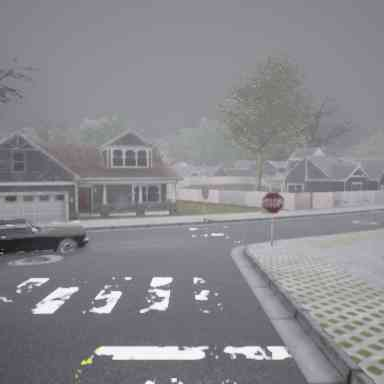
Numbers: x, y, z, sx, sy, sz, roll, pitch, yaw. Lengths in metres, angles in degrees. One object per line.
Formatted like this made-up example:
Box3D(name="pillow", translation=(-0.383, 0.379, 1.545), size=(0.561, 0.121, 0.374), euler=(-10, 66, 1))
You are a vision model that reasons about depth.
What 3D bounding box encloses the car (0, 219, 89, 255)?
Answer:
Box3D(name="car", translation=(-6.388, 1.696, 12.590), size=(4.718, 1.301, 1.895), euler=(0, 3, -23))
